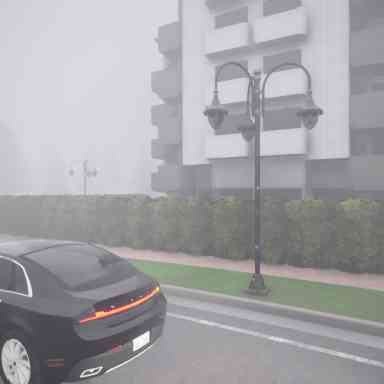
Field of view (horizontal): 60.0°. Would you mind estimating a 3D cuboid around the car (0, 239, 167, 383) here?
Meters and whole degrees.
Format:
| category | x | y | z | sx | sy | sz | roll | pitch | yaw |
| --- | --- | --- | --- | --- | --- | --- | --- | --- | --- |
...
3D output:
| category | x | y | z | sx | sy | sz | roll | pitch | yaw |
| --- | --- | --- | --- | --- | --- | --- | --- | --- | --- |
| car | -2.681 | 1.505 | 5.149 | 4.892 | 1.490 | 1.837 | 0 | 0 | 31 |
